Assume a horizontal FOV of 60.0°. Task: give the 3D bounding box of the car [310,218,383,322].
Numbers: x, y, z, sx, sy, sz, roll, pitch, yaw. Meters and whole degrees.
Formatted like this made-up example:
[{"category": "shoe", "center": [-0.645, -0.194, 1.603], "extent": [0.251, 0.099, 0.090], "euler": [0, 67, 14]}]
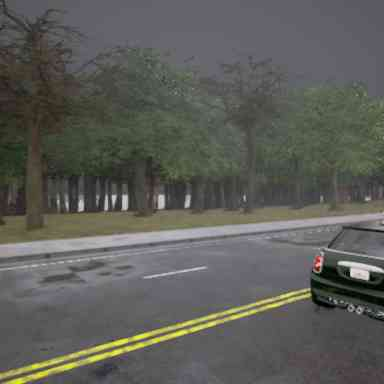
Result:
[{"category": "car", "center": [4.426, 1.332, 6.587], "extent": [4.553, 1.767, 2.097], "euler": [0, 0, -35]}]
